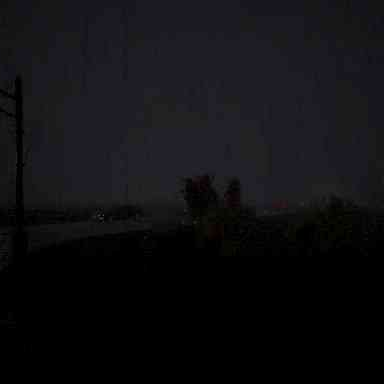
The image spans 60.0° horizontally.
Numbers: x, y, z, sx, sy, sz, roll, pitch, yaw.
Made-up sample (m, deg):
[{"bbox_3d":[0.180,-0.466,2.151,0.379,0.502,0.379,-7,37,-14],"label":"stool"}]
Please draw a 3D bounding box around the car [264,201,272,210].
[{"bbox_3d":[13.813,2.176,55.397,2.033,1.411,5.357,-1,-1,36],"label":"car"}]

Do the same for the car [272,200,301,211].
[{"bbox_3d":[14.192,2.124,49.844,1.895,1.301,4.718,-1,-1,36],"label":"car"}]

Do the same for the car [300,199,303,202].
[{"bbox_3d":[20.083,1.989,58.118,2.097,1.767,4.553,-1,-1,36],"label":"car"}]

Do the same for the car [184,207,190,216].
[{"bbox_3d":[1.118,1.871,37.942,1.882,1.535,5.008,-1,-1,36],"label":"car"}]

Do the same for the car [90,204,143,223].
[{"bbox_3d":[-6.189,1.761,27.802,1.837,1.490,4.892,-1,-1,36],"label":"car"}]
